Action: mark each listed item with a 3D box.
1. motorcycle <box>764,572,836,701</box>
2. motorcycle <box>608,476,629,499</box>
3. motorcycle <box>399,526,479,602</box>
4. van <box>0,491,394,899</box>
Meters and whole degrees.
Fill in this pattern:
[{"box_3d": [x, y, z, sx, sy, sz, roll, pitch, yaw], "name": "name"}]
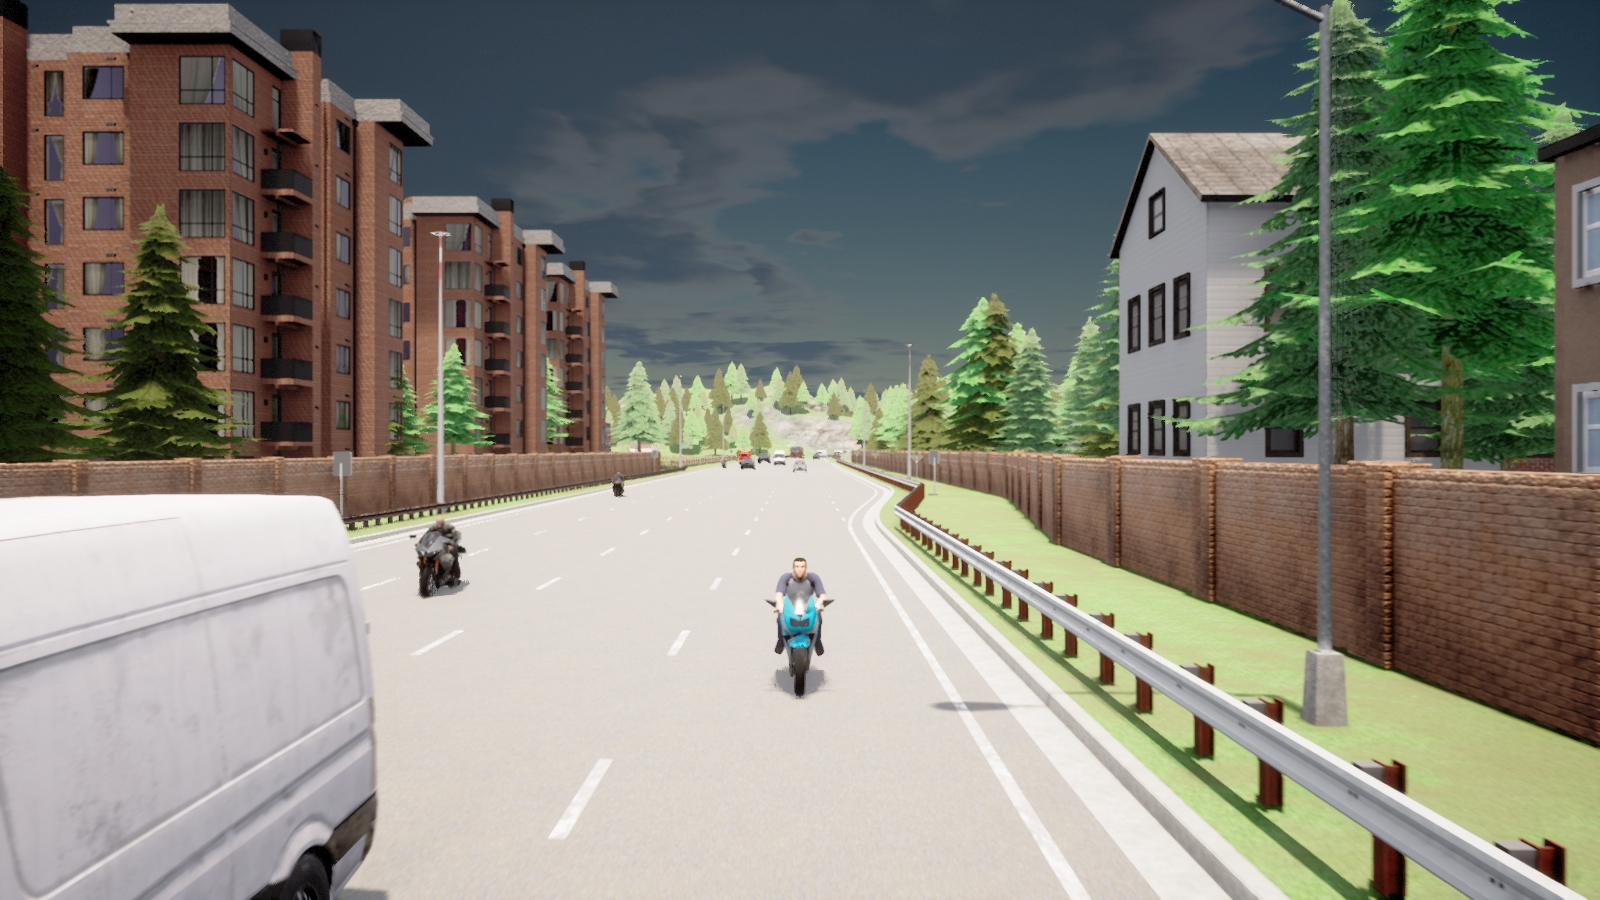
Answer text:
[{"box_3d": [-0.002, 2.175, 13.656, 0.803, 1.199, 2.033, 0, 0, 0], "name": "motorcycle"}, {"box_3d": [-10.507, 2.161, 66.229, 0.867, 1.251, 2.209, 0, 0, 0], "name": "motorcycle"}, {"box_3d": [-7.003, 2.189, 22.297, 0.867, 1.251, 2.209, 0, 0, 0], "name": "motorcycle"}, {"box_3d": [-3.495, 1.531, 4.076, 1.988, 2.561, 5.915, 0, 0, 0], "name": "van"}]
